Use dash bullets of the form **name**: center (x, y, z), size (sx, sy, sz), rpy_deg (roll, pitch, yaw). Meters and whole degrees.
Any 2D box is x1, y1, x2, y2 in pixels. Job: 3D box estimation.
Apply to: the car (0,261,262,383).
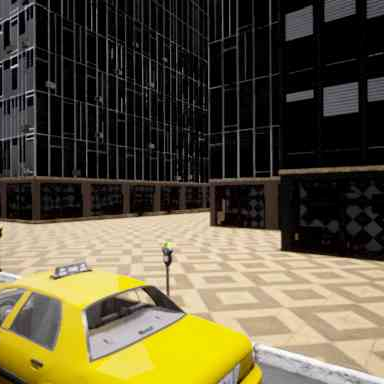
- **car**: center (-1.619, 1.529, 4.022), size (4.829, 1.417, 1.752), rpy_deg (0, 0, 35)
